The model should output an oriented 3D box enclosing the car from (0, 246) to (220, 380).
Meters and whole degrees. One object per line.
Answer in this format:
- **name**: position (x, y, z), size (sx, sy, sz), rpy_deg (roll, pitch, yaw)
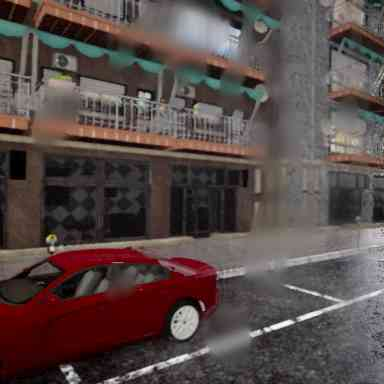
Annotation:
- **car**: position (-1.632, 1.561, 4.927), size (4.507, 1.381, 1.887), rpy_deg (1, 0, -36)
